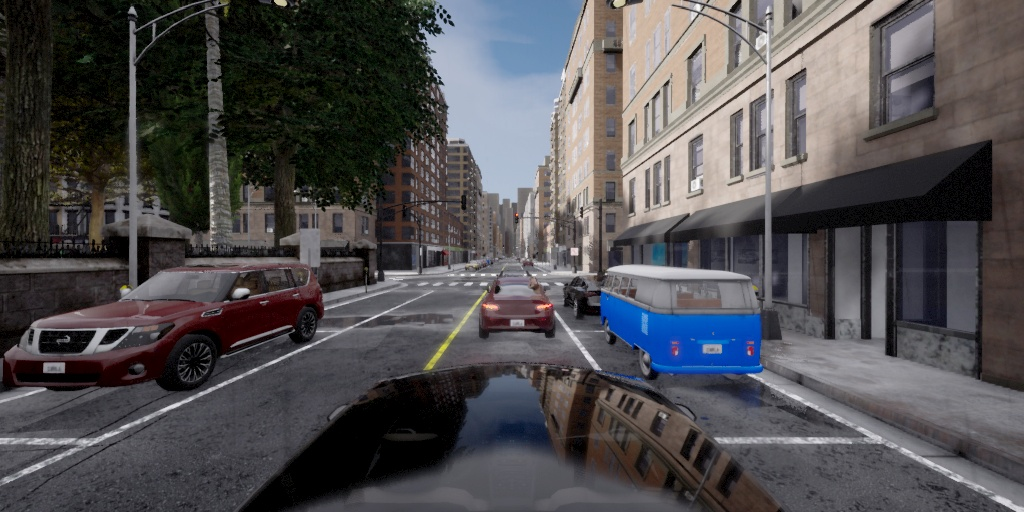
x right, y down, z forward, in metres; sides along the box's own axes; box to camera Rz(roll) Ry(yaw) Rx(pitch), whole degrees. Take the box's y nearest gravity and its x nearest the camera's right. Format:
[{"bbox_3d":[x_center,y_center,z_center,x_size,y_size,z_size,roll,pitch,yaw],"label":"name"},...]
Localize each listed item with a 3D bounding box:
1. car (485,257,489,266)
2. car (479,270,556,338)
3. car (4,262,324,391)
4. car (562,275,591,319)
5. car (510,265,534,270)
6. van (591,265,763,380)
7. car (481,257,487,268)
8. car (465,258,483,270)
[{"bbox_3d":[-5.525,1.265,61.538,1.888,1.381,4.507,0,0,0],"label":"car"},{"bbox_3d":[0.125,1.274,10.009,1.812,1.442,4.674,0,0,0],"label":"car"},{"bbox_3d":[-5.656,1.064,6.948,2.192,1.841,5.009,0,0,0],"label":"car"},{"bbox_3d":[2.883,1.313,12.628,1.948,1.339,4.313,0,0,0],"label":"car"},{"bbox_3d":[0.116,1.345,18.831,1.895,1.301,4.718,0,0,-1],"label":"car"},{"bbox_3d":[2.869,1.090,6.968,1.690,1.789,3.998,0,0,0],"label":"van"},{"bbox_3d":[-5.538,1.271,56.087,2.007,1.370,4.403,0,0,0],"label":"car"},{"bbox_3d":[-5.552,1.248,50.467,1.751,1.417,4.829,0,0,0],"label":"car"}]
